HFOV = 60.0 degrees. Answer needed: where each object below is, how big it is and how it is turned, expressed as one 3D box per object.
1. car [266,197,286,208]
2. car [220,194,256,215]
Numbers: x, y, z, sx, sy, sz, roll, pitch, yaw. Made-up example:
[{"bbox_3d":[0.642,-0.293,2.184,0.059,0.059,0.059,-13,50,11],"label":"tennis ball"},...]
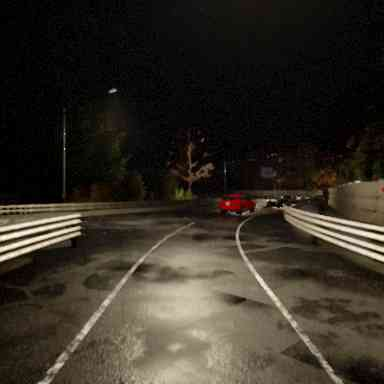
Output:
[{"bbox_3d":[12.569,1.733,50.512,1.895,1.301,4.718,0,0,23],"label":"car"},{"bbox_3d":[4.936,1.314,35.508,2.150,2.045,5.566,0,0,31],"label":"car"}]
